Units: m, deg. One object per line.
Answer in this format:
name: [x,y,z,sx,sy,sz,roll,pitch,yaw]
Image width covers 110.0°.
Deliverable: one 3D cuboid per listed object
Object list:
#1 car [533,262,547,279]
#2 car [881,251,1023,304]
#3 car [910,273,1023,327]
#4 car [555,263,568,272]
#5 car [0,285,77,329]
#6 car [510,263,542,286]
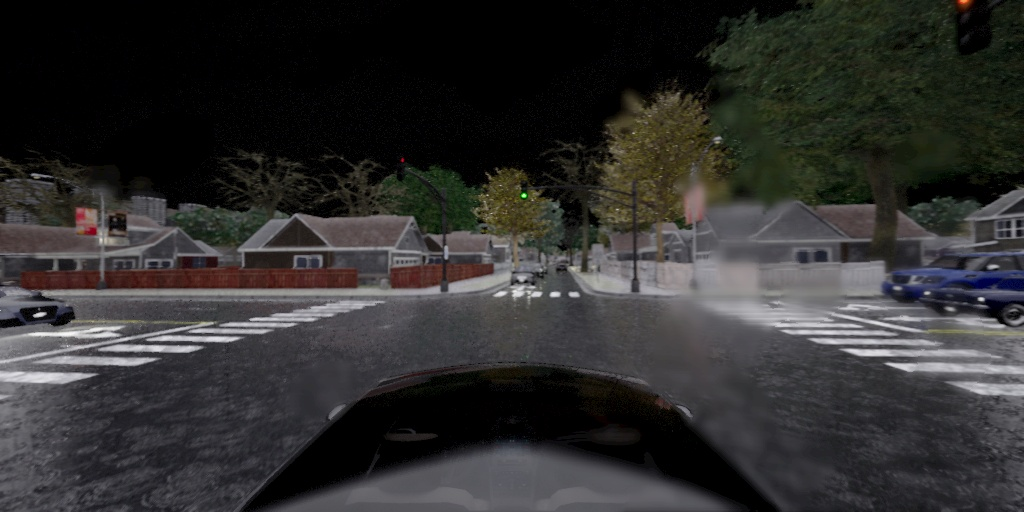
car: [2.397,1.486,38.616,2.097,1.767,4.553,0,-1,8]
car: [17.360,0.866,13.200,5.566,2.045,2.150,-1,-1,8]
car: [15.053,1.243,10.224,4.718,1.301,1.895,-1,-1,8]
car: [7.990,1.820,57.782,1.837,1.490,4.892,0,-1,8]
car: [-16.216,1.619,11.107,4.181,1.385,1.994,-1,-1,8]
car: [1.002,1.523,28.475,2.128,1.511,4.902,0,-1,7]
